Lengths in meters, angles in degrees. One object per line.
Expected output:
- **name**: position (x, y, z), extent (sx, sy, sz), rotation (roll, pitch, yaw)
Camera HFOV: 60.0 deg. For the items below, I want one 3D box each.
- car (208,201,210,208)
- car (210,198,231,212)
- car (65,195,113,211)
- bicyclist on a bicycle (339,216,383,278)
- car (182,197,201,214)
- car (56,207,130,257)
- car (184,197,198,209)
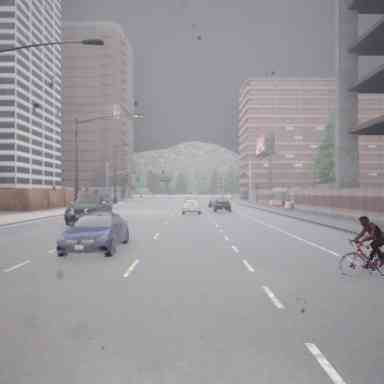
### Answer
- **car**: position (3.337, 1.601, 47.967), extent (1.895, 1.301, 4.718), rotation (0, 0, 0)
- **car**: position (3.416, 1.505, 38.445), extent (1.837, 1.490, 4.892), rotation (0, 0, 0)
- **car**: position (-7.189, 1.224, 23.783), extent (2.150, 2.045, 5.566), rotation (0, 0, 0)
- **bicyclist on a bicycle**: position (4.672, 1.451, 8.717), extent (1.656, 1.620, 0.582), rotation (-1, 0, 0)
- **car**: position (-0.048, 1.526, 34.907), extent (1.812, 1.442, 4.674), rotation (0, 0, 0)
- **car**: position (-3.637, 1.526, 13.020), extent (1.812, 1.442, 4.674), rotation (0, 0, 0)
- **car**: position (-0.106, 1.478, 47.394), extent (1.882, 1.535, 5.008), rotation (0, 0, 0)
